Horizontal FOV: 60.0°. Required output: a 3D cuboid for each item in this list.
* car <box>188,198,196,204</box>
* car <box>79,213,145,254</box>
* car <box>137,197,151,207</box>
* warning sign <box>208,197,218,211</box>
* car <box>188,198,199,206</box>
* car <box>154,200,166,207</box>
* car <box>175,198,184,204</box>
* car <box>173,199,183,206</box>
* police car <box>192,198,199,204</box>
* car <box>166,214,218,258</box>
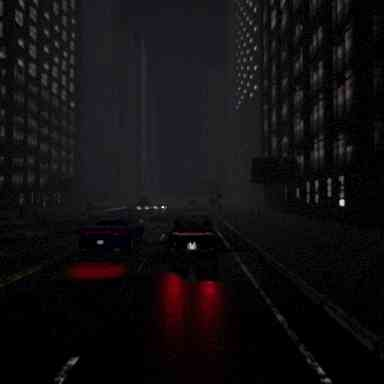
[{"bbox_3d":[0.003,2.305,84.337,1.882,1.535,5.008,0,-1,0],"label":"car"},{"bbox_3d":[-3.220,1.637,14.231,1.882,1.535,5.008,0,0,1],"label":"car"},{"bbox_3d":[-9.748,1.978,67.695,2.150,2.045,5.566,0,-1,0],"label":"car"},{"bbox_3d":[2.836,1.611,44.533,1.300,1.860,1.060,-1,-2,0],"label":"warning sign"},{"bbox_3d":[0.003,2.295,73.913,1.882,1.535,5.008,0,-1,0],"label":"car"},{"bbox_3d":[-6.500,2.279,67.735,1.812,1.442,4.674,0,-1,0],"label":"car"},{"bbox_3d":[-3.247,2.382,84.753,2.033,1.411,5.357,0,-1,0],"label":"car"},{"bbox_3d":[-3.248,2.352,74.746,1.812,1.442,4.674,0,-1,0],"label":"car"},{"bbox_3d":[0.978,2.479,94.625,1.930,1.638,5.238,0,-1,0],"label":"police car"},{"bbox_3d":[0.023,1.644,13.500,2.128,1.511,4.902,0,0,1],"label":"car"}]
